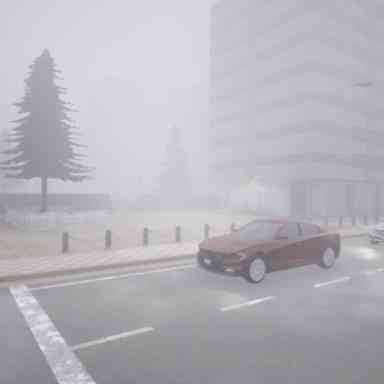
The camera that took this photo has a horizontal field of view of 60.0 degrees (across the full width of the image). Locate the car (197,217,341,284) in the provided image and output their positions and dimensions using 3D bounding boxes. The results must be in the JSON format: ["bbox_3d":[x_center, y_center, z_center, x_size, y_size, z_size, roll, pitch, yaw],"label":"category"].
[{"bbox_3d":[2.439,1.539,9.985,5.008,1.535,1.882,1,0,-35],"label":"car"}]

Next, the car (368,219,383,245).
[{"bbox_3d":[10.033,1.674,15.319,4.674,1.442,1.812,1,0,-35],"label":"car"}]
